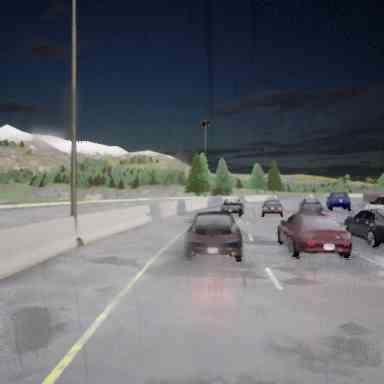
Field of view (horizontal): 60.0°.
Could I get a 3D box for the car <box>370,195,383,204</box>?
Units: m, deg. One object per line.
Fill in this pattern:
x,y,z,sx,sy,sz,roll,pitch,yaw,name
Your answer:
12.482,1.155,20.411,2.150,2.045,5.566,0,1,9,car

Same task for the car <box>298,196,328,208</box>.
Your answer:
11.408,1.363,32.096,2.128,1.511,4.902,0,0,14,car

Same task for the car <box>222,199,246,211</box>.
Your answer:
3.731,1.354,30.100,2.128,1.511,4.902,0,0,12,car

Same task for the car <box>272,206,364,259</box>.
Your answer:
4.354,1.476,12.303,1.812,1.442,4.674,0,0,5,car

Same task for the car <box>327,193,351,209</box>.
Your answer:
16.776,1.076,38.195,2.150,2.045,5.566,0,0,18,car

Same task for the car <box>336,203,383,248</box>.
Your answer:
8.098,1.454,14.358,1.837,1.490,4.892,0,0,6,car

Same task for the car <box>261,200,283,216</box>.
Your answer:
7.305,1.418,30.263,2.033,1.411,5.357,0,0,13,car

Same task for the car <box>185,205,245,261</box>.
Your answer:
0.825,1.447,12.138,1.837,1.490,4.892,0,0,5,car
